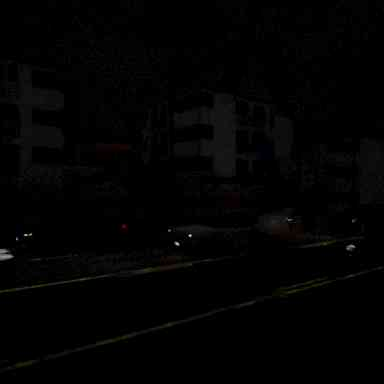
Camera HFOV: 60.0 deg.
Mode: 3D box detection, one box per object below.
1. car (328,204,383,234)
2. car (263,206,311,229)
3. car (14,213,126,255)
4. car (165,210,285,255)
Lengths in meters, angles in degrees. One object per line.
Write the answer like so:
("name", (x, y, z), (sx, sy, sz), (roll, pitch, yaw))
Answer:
("car", (10.000, 1.441, 18.981), (5.008, 1.535, 1.882), (0, 0, -26))
("car", (5.143, 1.529, 19.964), (4.181, 1.385, 1.994), (0, 0, -30))
("car", (-4.793, 1.547, 13.385), (4.181, 1.385, 1.994), (0, 0, -34))
("car", (1.294, 1.579, 13.379), (4.718, 1.301, 1.895), (0, 0, -34))
